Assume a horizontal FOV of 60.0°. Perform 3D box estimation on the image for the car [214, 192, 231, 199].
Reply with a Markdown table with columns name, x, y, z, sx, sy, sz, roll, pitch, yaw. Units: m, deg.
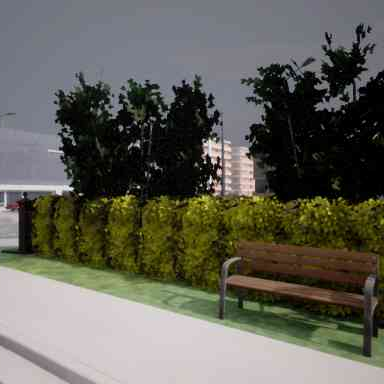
| name | x | y | z | sx | sy | sz | roll | pitch | yaw |
| --- | --- | --- | --- | --- | --- | --- | --- | --- | --- |
| car | 6.823 | 0.721 | 74.348 | 1.994 | 1.385 | 4.181 | 0 | 0 | 35 |

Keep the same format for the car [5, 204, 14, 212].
| name | x | y | z | sx | sy | sz | roll | pitch | yaw |
| --- | --- | --- | --- | --- | --- | --- | --- | --- | --- |
| car | -18.648 | 1.553 | 38.243 | 1.895 | 1.301 | 4.718 | 0 | 0 | 35 |

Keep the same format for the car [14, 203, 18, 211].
| name | x | y | z | sx | sy | sz | roll | pitch | yaw |
| --- | --- | --- | --- | --- | --- | --- | --- | --- | --- |
| car | -16.058 | 1.553 | 35.854 | 1.895 | 1.301 | 4.718 | 0 | 0 | 36 |

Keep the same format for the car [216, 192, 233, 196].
| name | x | y | z | sx | sy | sz | roll | pitch | yaw |
| --- | --- | --- | --- | --- | --- | --- | --- | --- | --- |
| car | 7.326 | 0.729 | 68.971 | 1.812 | 1.442 | 4.674 | 0 | 1 | 35 |
